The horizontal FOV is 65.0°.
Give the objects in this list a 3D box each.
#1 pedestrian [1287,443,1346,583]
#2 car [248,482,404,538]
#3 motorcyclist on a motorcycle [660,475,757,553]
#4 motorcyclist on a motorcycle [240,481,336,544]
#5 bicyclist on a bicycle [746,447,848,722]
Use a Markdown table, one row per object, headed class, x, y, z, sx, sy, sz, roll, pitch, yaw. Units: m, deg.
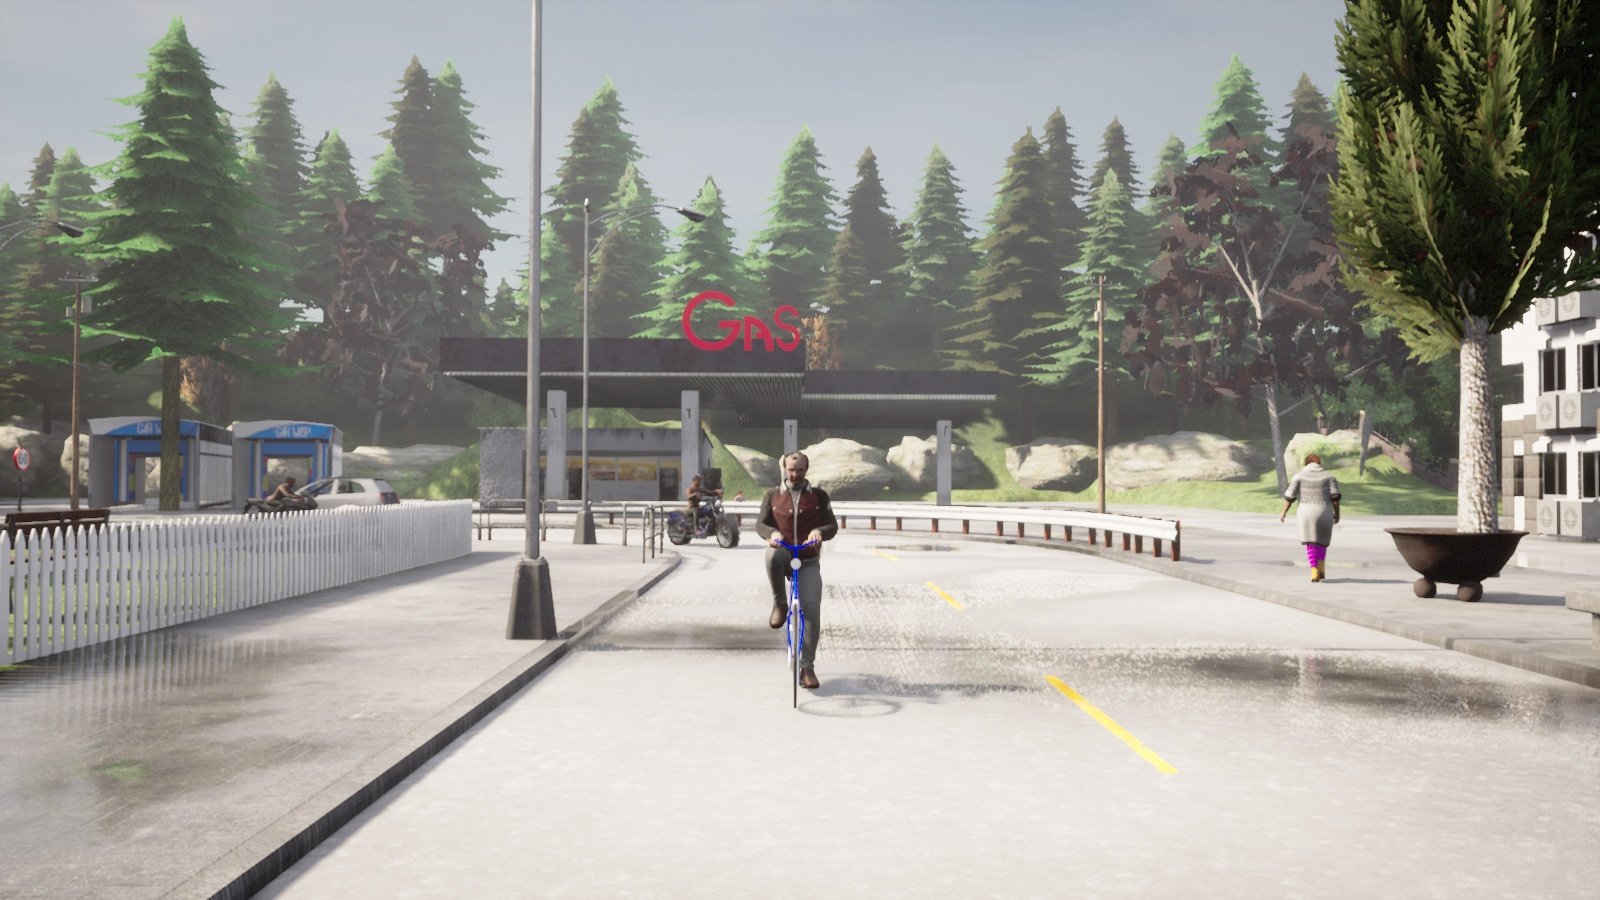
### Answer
| class | x | y | z | sx | sy | sz | roll | pitch | yaw |
| --- | --- | --- | --- | --- | --- | --- | --- | --- | --- |
| pedestrian | 7.394 | 0.893 | 18.011 | 0.659 | 1.952 | 0.873 | -1 | -1 | 16 |
| car | -13.150 | 1.647 | 35.001 | 3.633 | 1.501 | 1.845 | 0 | -1 | 0 |
| motorcyclist on a motorcycle | -2.058 | 1.386 | 27.876 | 0.766 | 1.649 | 2.350 | -1 | 0 | -45 |
| motorcyclist on a motorcycle | -12.626 | 1.527 | 31.010 | 2.044 | 1.523 | 0.797 | 0 | -1 | 0 |
| bicyclist on a bicycle | -0.024 | 0.890 | 9.062 | 0.659 | 1.776 | 1.843 | 0 | -1 | 0 |
